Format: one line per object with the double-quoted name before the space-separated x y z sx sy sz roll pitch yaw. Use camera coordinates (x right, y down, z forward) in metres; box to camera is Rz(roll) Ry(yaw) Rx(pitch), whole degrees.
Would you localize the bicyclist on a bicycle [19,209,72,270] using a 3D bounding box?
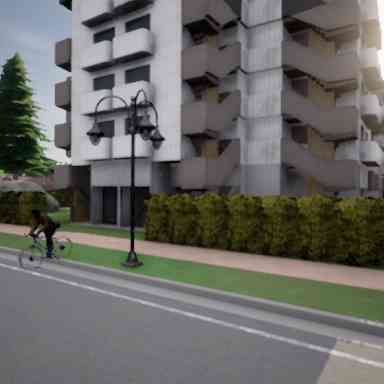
"bicyclist on a bicycle" -4.181 1.279 9.471 0.582 1.620 1.656 1 10 34
